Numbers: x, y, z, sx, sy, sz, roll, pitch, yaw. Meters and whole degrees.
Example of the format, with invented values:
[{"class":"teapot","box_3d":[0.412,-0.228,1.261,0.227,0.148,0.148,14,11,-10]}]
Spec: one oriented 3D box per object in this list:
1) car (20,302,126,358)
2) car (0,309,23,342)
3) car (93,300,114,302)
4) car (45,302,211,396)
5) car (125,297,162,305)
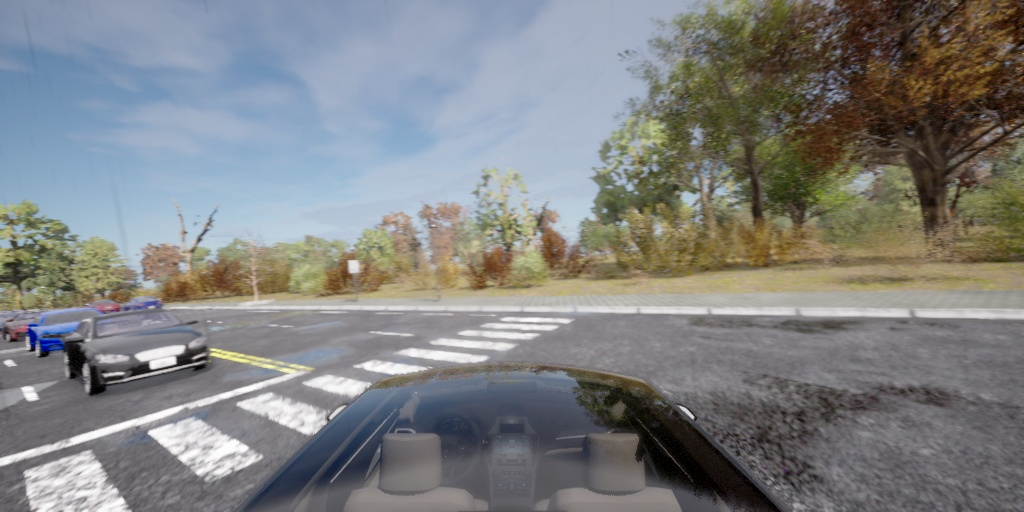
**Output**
[{"class":"car","box_3d":[-17.003,2.789,13.843,5.008,1.535,1.882,-5,-1,33]},{"class":"car","box_3d":[-25.333,3.636,19.130,4.181,1.385,1.994,-5,-1,31]},{"class":"car","box_3d":[-41.629,5.178,36.414,4.181,1.385,1.994,-5,-1,29]},{"class":"car","box_3d":[-9.099,2.079,8.616,4.902,1.511,2.128,-5,-1,34]},{"class":"car","box_3d":[-31.707,4.243,30.751,4.674,1.442,1.812,-5,-1,31]}]
